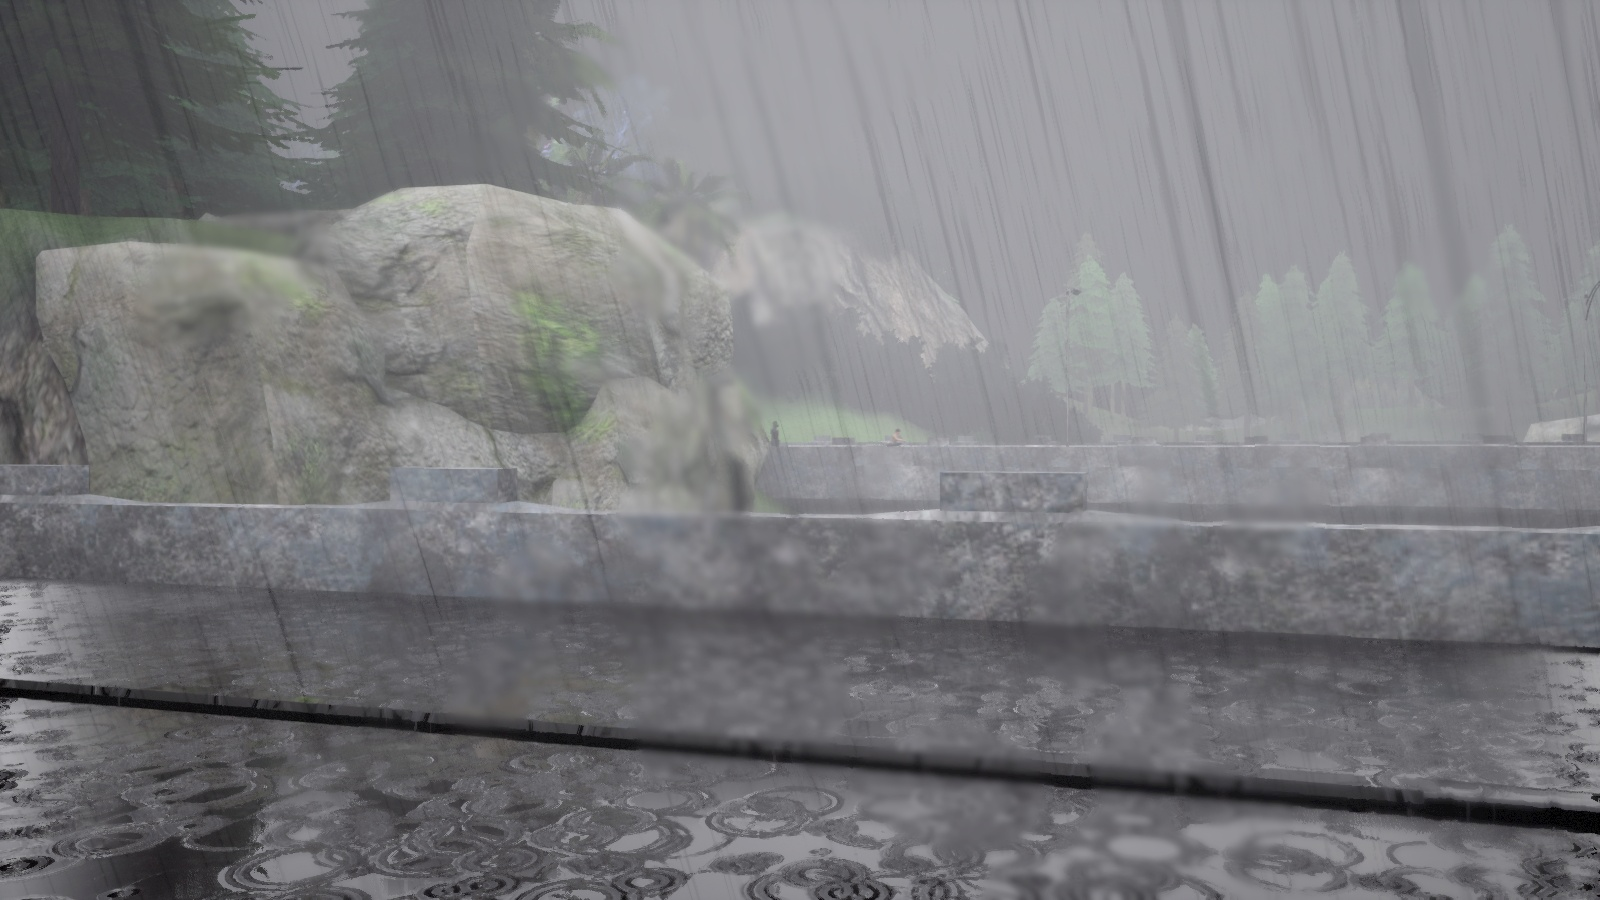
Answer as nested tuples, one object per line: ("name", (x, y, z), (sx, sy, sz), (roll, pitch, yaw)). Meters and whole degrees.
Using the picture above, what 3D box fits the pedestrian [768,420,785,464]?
("pedestrian", (-1.052, -0.362, 55.874), (0.666, 1.930, 0.402), (1, 1, 33))
